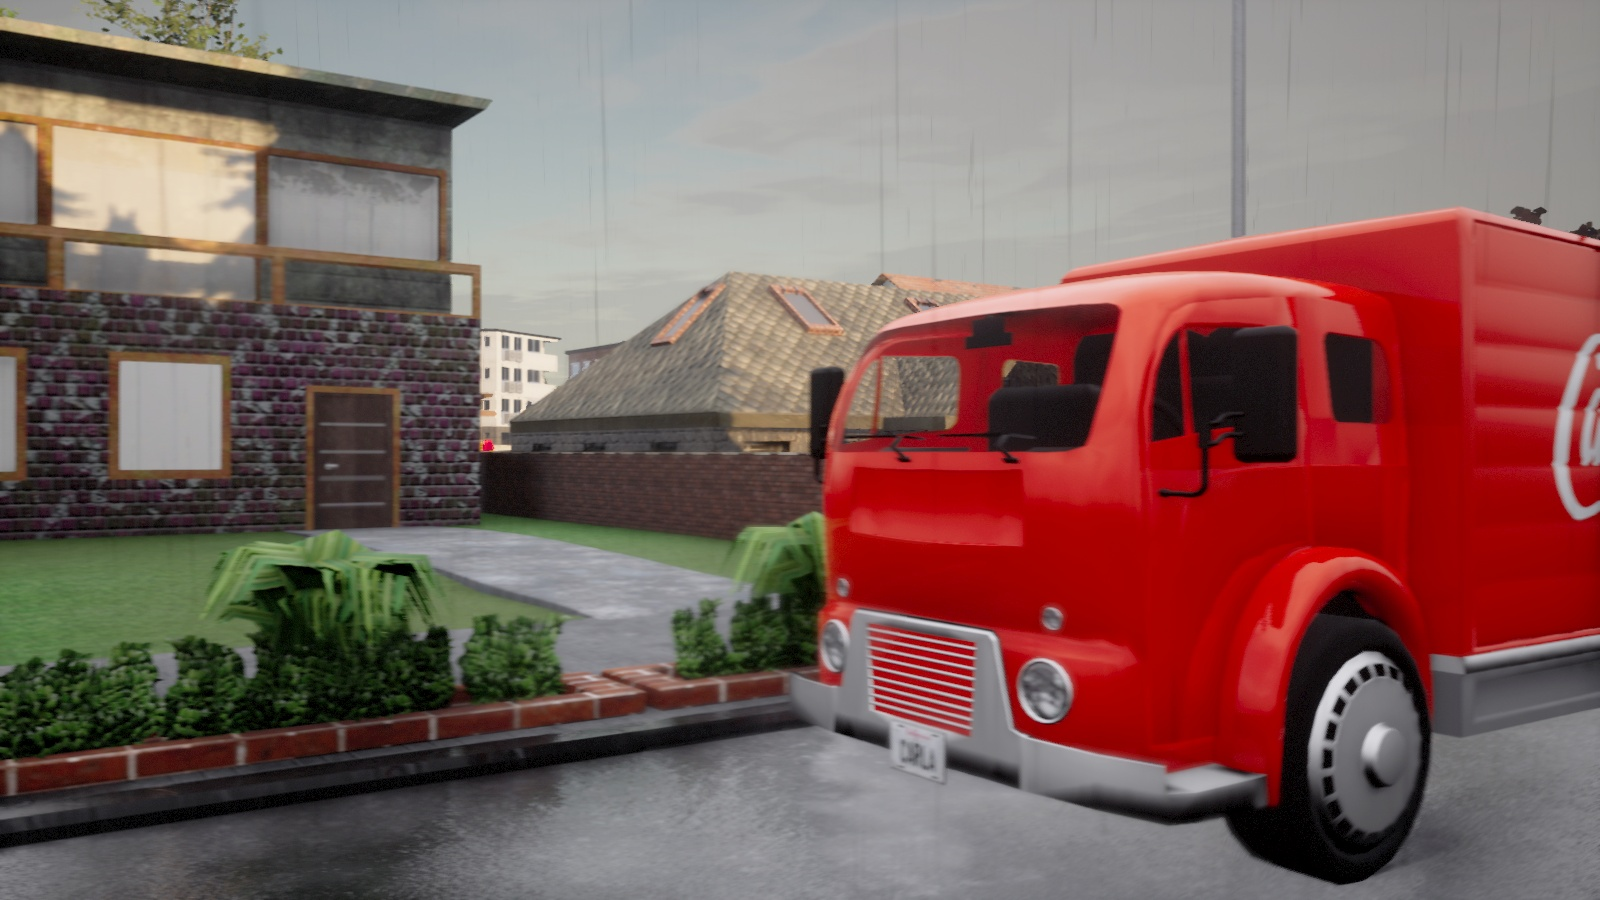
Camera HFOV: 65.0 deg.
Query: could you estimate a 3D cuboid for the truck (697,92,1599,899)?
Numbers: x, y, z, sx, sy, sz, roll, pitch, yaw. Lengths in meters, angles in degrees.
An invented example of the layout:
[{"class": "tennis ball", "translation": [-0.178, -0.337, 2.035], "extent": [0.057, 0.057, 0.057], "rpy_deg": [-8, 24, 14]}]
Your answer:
[{"class": "truck", "translation": [2.431, 0.268, 5.962], "extent": [5.204, 2.467, 2.627], "rpy_deg": [0, 0, -35]}]
